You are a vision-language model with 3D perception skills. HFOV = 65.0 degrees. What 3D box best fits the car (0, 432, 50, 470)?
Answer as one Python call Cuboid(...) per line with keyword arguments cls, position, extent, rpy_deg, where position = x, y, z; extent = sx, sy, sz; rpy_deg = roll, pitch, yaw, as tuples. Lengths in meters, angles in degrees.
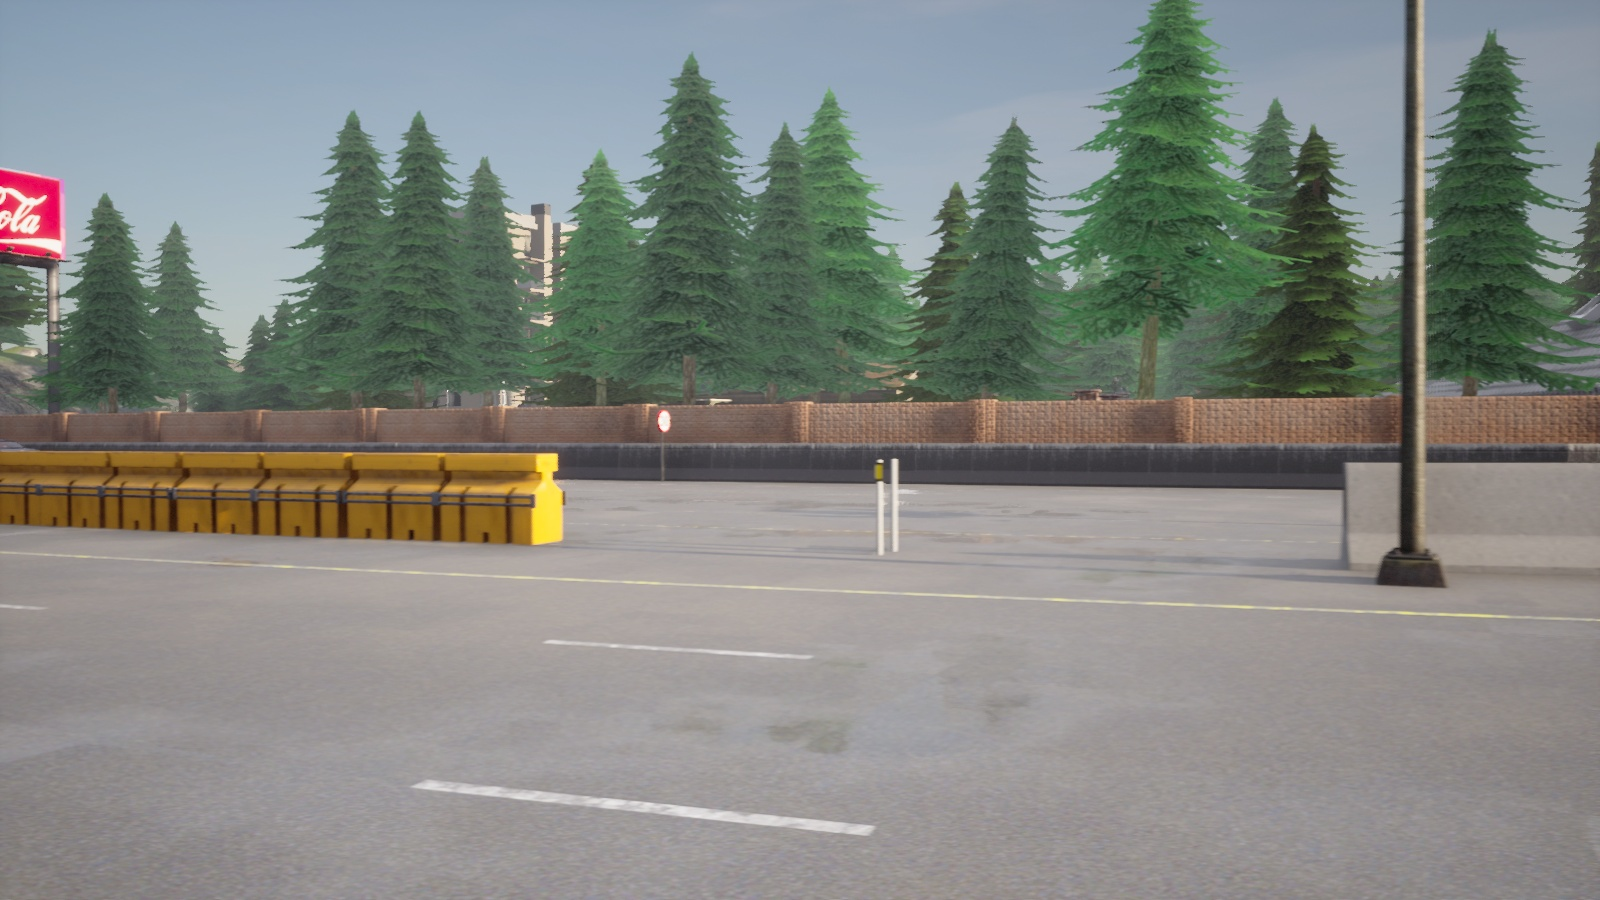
Cuboid(cls="car", position=(-31.343, 0.001, 47.958), extent=(5.357, 1.411, 2.033), rpy_deg=(1, 1, 26))
